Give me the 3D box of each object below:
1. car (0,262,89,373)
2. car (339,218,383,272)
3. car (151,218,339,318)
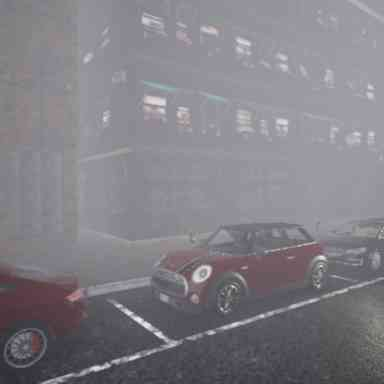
[{"bbox_3d":[-3.446,1.582,4.072,4.206,1.307,1.802,0,-1,-35],"label":"car"},{"bbox_3d":[5.675,1.542,10.578,4.403,1.369,2.008,0,-1,-35],"label":"car"},{"bbox_3d":[1.113,1.436,7.326,4.097,1.590,1.967,0,-1,-35],"label":"car"}]
